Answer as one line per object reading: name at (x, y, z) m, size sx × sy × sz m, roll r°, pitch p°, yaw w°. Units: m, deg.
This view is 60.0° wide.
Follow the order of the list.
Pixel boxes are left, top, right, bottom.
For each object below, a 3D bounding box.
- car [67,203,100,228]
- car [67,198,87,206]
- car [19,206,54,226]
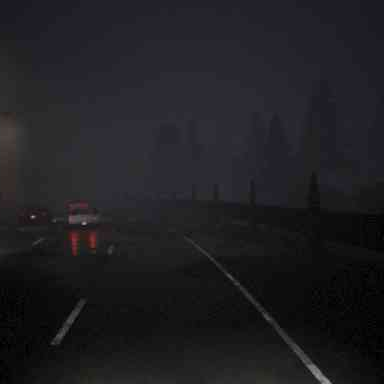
car at (-7.429, 1.712, 23.202) m, size 1.895 × 1.301 × 4.718 m, roll -1°, pitch 0°, yaw -16°
car at (-13.521, 1.551, 39.237) m, size 2.097 × 1.767 × 4.553 m, roll -1°, pitch 0°, yaw -24°
car at (-11.699, 1.727, 25.163) m, size 1.994 × 1.385 × 4.181 m, roll -1°, pitch 0°, yaw -17°
